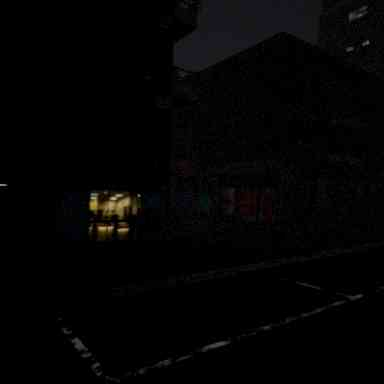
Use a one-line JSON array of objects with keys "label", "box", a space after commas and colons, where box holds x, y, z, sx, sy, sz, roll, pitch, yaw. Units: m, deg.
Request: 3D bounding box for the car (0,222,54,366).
[{"label": "car", "box": [-4.000, 1.311, 3.211, 5.009, 1.841, 2.192, 0, 2, -35]}]
